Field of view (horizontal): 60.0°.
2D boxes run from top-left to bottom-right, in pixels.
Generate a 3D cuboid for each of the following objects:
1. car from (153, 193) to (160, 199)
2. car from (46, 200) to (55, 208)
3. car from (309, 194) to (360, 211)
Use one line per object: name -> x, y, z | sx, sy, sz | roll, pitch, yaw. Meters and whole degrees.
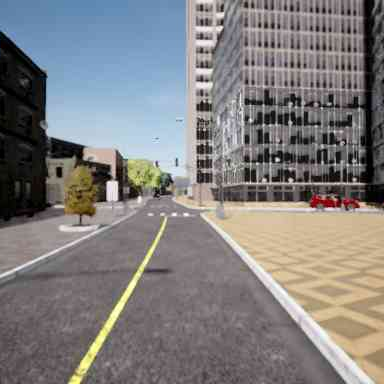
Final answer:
car -> -10.097, 1.141, 94.026 | 1.837, 1.490, 4.892 | 0, 0, -4
car -> -21.435, 1.592, 46.779 | 4.313, 1.339, 1.947 | 0, -1, 17
car -> 15.126, 1.169, 35.626 | 5.009, 1.841, 2.192 | 0, -1, 17
